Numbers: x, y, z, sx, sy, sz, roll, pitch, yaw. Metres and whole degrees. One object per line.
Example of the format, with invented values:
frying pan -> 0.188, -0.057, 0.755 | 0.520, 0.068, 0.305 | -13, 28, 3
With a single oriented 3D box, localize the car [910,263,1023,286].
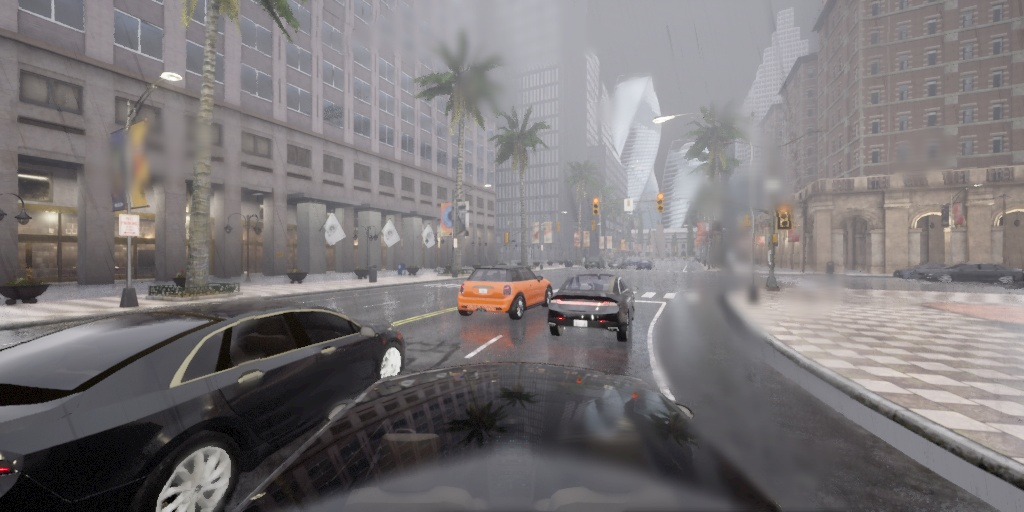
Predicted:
car -> 32.638, 1.255, 25.694 | 4.892, 1.490, 1.837 | 0, 0, 27

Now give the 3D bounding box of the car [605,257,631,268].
car -> 15.860, 1.241, 53.564 | 2.128, 1.511, 4.902 | 0, 0, 27

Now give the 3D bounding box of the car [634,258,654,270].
car -> 19.705, 1.276, 52.995 | 1.812, 1.442, 4.674 | 0, 0, 27

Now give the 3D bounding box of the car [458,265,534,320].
car -> -0.051, 1.102, 13.028 | 2.097, 1.767, 4.553 | 0, 0, 23

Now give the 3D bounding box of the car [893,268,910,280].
car -> 33.894, 1.314, 28.977 | 4.181, 1.385, 1.994 | 0, 0, 27

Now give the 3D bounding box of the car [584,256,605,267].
car -> 12.796, 0.971, 55.267 | 2.150, 2.045, 5.566 | 0, 0, 27

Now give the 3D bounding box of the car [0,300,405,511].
car -> -2.896, 1.252, 4.023 | 1.837, 1.490, 4.892 | 0, -1, 8

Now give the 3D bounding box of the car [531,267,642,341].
car -> 2.374, 1.242, 9.999 | 2.128, 1.511, 4.902 | 0, 0, 22
